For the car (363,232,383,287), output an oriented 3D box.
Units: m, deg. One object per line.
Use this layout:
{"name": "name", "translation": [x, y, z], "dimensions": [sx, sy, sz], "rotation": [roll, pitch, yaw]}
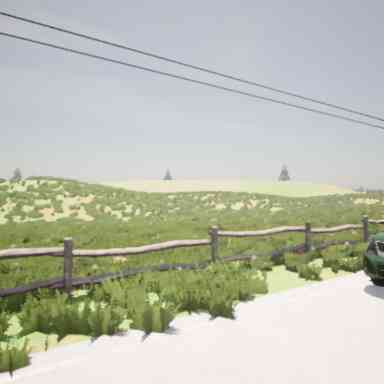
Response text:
{"name": "car", "translation": [6.558, 1.266, 8.250], "dimensions": [5.566, 2.045, 2.150], "rotation": [1, 0, -35]}
